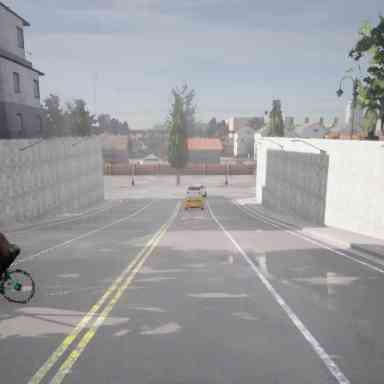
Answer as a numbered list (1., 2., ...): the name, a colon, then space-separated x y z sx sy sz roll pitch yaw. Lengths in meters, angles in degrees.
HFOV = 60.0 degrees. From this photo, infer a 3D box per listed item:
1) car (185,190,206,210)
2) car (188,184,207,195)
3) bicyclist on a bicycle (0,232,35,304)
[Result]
1. car: 0.239 0.981 36.277 1.882 1.535 5.008 0 4 0
2. car: 0.652 -0.099 46.570 2.150 2.045 5.566 1 7 9
3. bicyclist on a bicycle: -3.923 1.430 6.590 1.656 1.620 0.582 -1 1 2
